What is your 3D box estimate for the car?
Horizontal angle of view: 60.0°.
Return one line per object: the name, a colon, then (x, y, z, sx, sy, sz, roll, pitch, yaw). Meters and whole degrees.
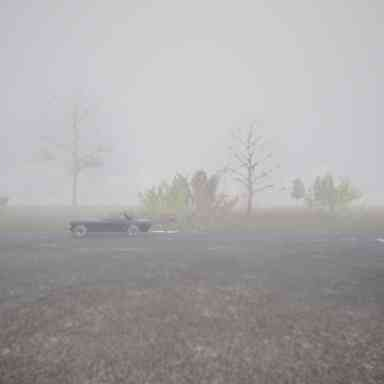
car: (-4.614, 1.839, 19.279, 4.718, 1.301, 1.895, 0, -1, -1)
